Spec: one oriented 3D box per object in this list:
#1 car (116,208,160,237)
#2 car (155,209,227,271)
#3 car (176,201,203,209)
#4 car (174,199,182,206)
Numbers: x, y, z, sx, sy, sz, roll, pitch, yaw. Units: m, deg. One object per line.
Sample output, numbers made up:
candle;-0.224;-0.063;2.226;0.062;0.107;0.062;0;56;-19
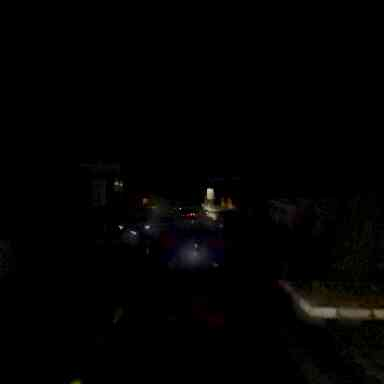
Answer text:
car;-2.817;1.641;18.843;2.033;1.411;5.357;0;0;0
car;0.066;1.527;11.181;1.882;1.535;5.008;0;-1;1
car;0.043;1.627;23.170;1.837;1.490;4.892;0;0;0
car;-2.771;2.140;68.988;2.128;1.511;4.902;0;-1;0
